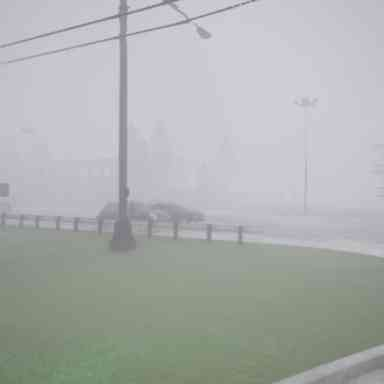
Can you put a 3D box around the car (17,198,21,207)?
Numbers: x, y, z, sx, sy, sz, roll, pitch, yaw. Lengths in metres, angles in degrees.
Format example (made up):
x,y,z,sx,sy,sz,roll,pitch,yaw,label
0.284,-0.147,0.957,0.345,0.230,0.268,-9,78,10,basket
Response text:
x,y,z,sx,sy,sz,roll,pitch,yaw,label
-27.229,1.148,47.987,5.566,2.045,2.150,0,0,27,car

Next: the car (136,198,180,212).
x,y,z,sx,sy,sz,roll,pitch,yaw,label
-3.962,1.500,39.504,4.902,1.511,2.128,0,0,7,car

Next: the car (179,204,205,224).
x,y,z,sx,sy,sz,roll,pitch,yaw,label
-1.473,1.513,23.053,4.892,1.490,1.837,0,0,27,car

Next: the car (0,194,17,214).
x,y,z,sx,sy,sz,roll,pitch,yaw,label
-20.200,1.165,32.608,5.566,2.045,2.150,0,0,27,car

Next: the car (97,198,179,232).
x,y,z,sx,sy,sz,roll,pitch,yaw,label
-3.472,1.349,20.143,4.553,1.767,2.097,0,0,27,car
